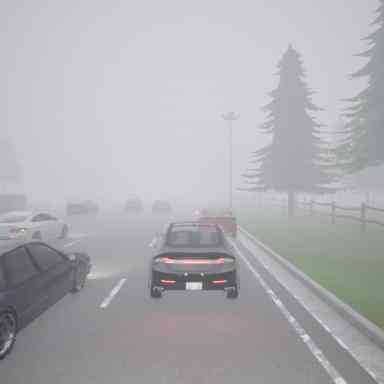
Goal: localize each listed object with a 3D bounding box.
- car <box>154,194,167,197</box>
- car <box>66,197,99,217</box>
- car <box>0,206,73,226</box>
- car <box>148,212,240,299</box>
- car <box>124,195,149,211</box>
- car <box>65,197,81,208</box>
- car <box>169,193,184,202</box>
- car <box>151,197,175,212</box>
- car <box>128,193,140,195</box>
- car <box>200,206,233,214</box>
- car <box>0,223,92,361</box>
[{"bbox_3d":[-6.947,1.596,77.181,1.895,1.301,4.718,0,0,0],"label":"car"},{"bbox_3d":[-10.383,1.477,31.855,1.882,1.535,5.008,0,0,0],"label":"car"},{"bbox_3d":[-6.906,1.526,14.143,1.812,1.442,4.674,0,0,0],"label":"car"},{"bbox_3d":[0.057,1.492,8.457,2.128,1.511,4.902,0,0,0],"label":"car"},{"bbox_3d":[-6.879,1.491,39.869,2.128,1.511,4.902,0,0,0],"label":"car"},{"bbox_3d":[-17.135,1.477,48.152,1.882,1.535,5.008,0,0,-17],"label":"car"},{"bbox_3d":[-3.444,1.478,73.767,1.882,1.535,5.008,0,0,0],"label":"car"},{"bbox_3d":[-3.379,1.564,38.140,1.994,1.385,4.181,0,0,0],"label":"car"},{"bbox_3d":[-10.368,1.223,60.440,2.150,2.045,5.566,0,0,0],"label":"car"},{"bbox_3d":[1.234,1.478,17.799,1.882,1.535,5.008,0,0,0],"label":"car"},{"bbox_3d":[-3.396,1.547,5.777,2.033,1.411,5.357,0,0,0],"label":"car"}]
